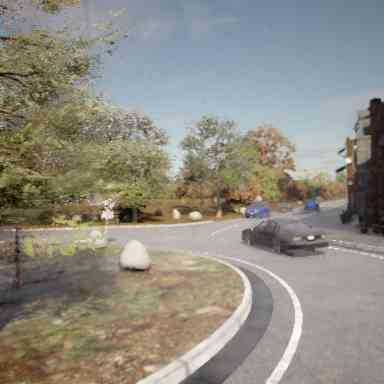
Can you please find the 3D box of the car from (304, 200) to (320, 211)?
[{"bbox_3d":[22.768,2.554,63.188,2.150,2.045,5.566,-1,-1,29],"label":"car"}]

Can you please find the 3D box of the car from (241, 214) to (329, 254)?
[{"bbox_3d":[4.193,2.005,15.941,2.033,1.411,5.357,-2,-2,-15],"label":"car"}]

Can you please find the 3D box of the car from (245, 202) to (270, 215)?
[{"bbox_3d":[8.788,2.405,44.126,2.150,2.045,5.566,-1,-2,28],"label":"car"}]

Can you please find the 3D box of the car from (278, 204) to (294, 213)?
[{"bbox_3d":[16.608,2.864,58.688,1.837,1.490,4.892,-1,-1,29],"label":"car"}]
